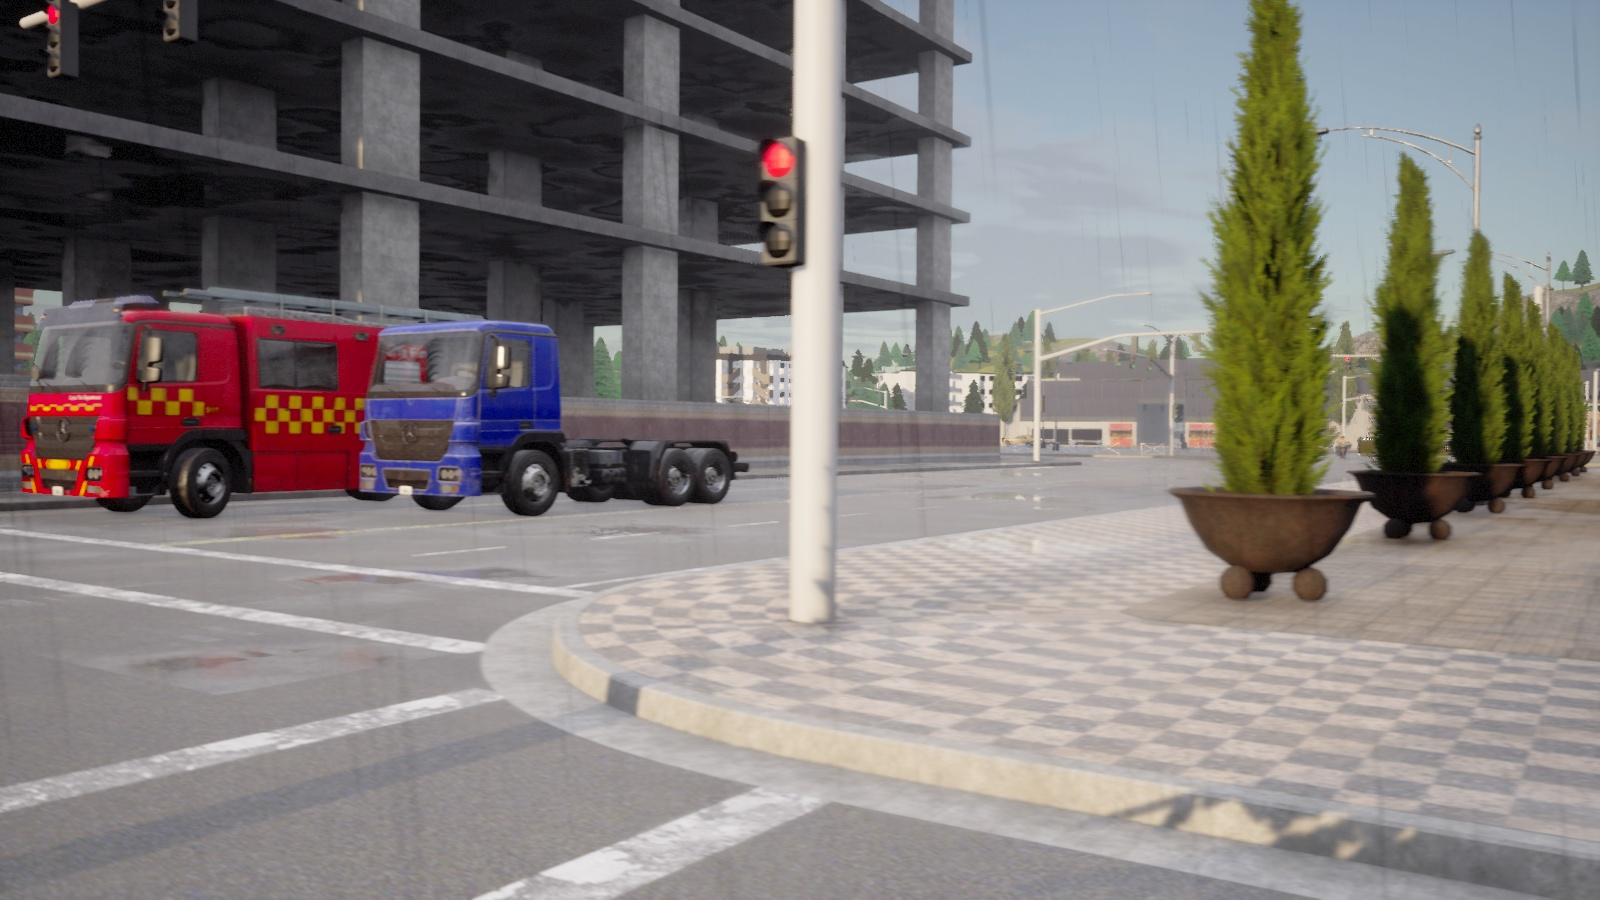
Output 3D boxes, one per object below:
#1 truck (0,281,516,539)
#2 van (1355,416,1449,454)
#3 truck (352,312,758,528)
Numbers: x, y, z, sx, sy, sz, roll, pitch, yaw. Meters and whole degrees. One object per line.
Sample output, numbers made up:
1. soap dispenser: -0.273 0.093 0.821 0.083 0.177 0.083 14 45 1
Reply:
1. truck: -9.394 -0.662 22.973 2.891 3.827 8.468 0 1 34
2. van: 33.578 -0.833 70.059 4.480 2.038 2.069 0 1 33
3. truck: -4.323 -0.542 24.235 2.891 3.462 7.936 0 1 34
